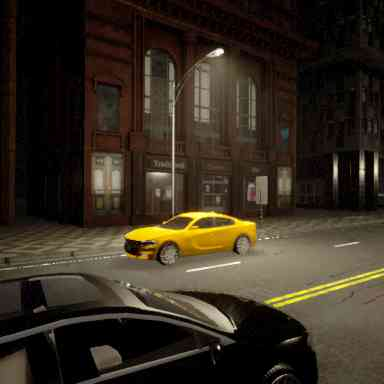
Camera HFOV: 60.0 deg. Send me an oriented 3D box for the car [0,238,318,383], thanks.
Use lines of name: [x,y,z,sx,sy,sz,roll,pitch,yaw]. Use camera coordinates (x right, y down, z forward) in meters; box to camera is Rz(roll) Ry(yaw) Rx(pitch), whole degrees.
car: [-0.947,1.491,2.765,4.902,1.511,2.128,0,0,-35]

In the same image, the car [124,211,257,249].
car: [0.096,1.475,11.700,5.008,1.535,1.882,0,0,-35]
